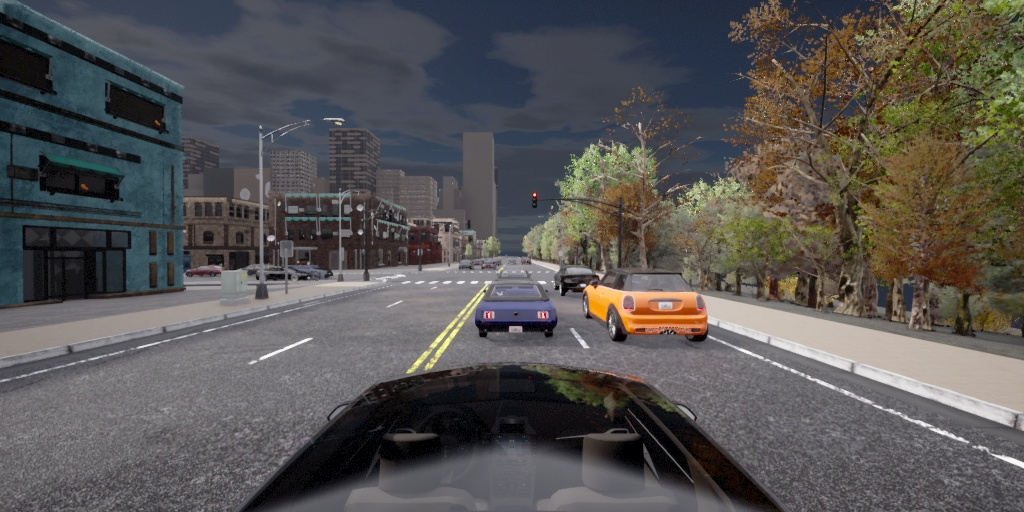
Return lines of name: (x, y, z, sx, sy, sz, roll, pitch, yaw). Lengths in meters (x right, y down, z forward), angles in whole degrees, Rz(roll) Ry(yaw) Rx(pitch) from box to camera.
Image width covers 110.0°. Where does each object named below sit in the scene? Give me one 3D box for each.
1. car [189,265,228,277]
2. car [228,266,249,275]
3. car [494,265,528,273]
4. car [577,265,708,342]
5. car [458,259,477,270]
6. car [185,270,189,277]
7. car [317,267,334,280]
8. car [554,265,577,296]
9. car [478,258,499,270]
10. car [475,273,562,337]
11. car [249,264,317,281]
car: (-33.800, 1.650, 39.861, 4.207, 1.307, 1.802, 0, 0, 0)
car: (-28.264, 1.555, 39.852, 4.403, 1.370, 2.007, 0, 0, 0)
car: (0.108, 1.347, 19.381, 1.895, 1.301, 4.718, 0, 0, 0)
car: (3.350, 1.100, 9.940, 2.097, 1.767, 4.553, 0, 0, 0)
car: (-6.569, 1.240, 51.956, 1.837, 1.490, 4.892, 0, 0, 0)
car: (-33.897, 1.691, 34.069, 4.181, 1.385, 1.994, -1, 1, 0)
car: (-19.314, 1.524, 34.043, 4.181, 1.385, 1.994, -1, 1, 0)
car: (3.357, 1.224, 19.223, 1.882, 1.535, 5.008, 0, 0, 1)
car: (-3.317, 1.300, 52.047, 1.994, 1.385, 4.181, 0, 0, 0)
car: (0.103, 1.349, 10.219, 1.895, 1.301, 4.718, 0, 0, 0)
car: (-19.935, 1.561, 31.336, 4.313, 1.339, 1.948, 0, 0, 0)
